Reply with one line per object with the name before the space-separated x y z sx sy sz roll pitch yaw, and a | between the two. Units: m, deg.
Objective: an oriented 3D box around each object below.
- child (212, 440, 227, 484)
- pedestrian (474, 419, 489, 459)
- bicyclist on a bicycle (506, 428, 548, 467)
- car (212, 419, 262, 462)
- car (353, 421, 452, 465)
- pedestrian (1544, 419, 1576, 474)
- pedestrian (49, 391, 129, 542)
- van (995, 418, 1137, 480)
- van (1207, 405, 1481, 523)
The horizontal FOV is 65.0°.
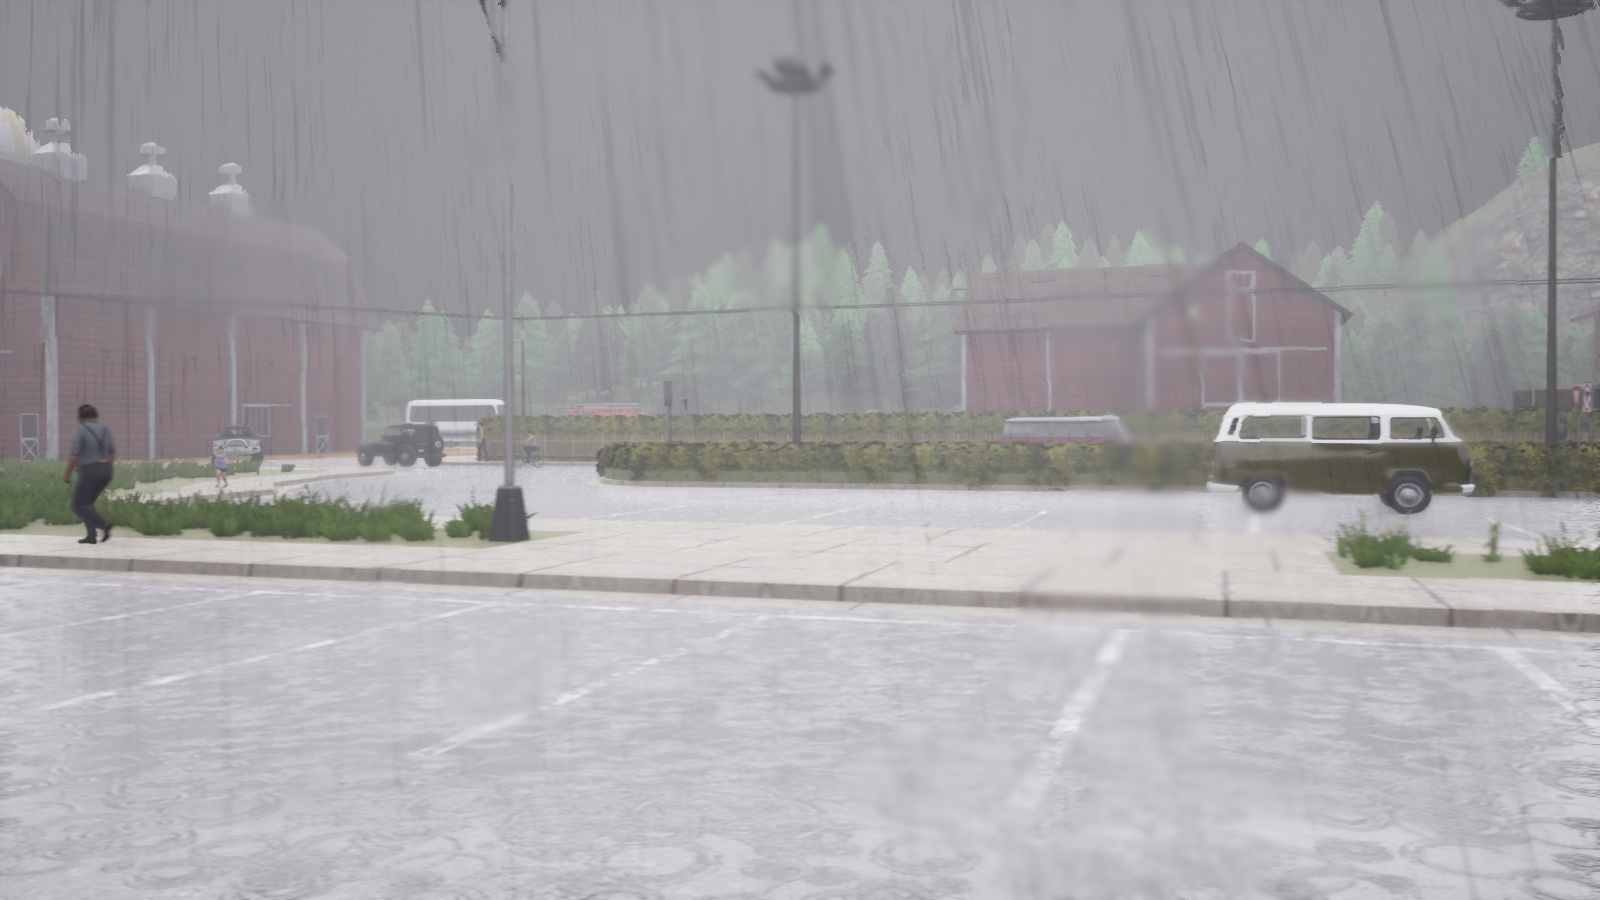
child | -14.660 0.299 31.733 0.255 1.110 0.394 0 1 -11
pedestrian | -14.757 -0.505 58.153 0.594 1.836 0.345 0 1 12
bicyclist on a bicycle | -11.532 -0.130 53.010 1.509 1.612 0.866 1 1 19
car | -25.715 -0.456 57.467 1.932 1.855 4.605 -1 1 -22
car | -17.513 -0.330 55.303 3.866 1.878 1.905 1 1 25
pedestrian | 26.464 -0.119 43.715 0.849 1.883 0.563 1 1 21
pedestrian | -8.873 0.197 15.681 0.694 1.848 0.540 0 1 16
van | 8.928 -0.062 42.134 4.442 1.987 1.775 1 1 19
van | 9.992 0.211 23.452 4.480 2.038 2.069 1 1 19
